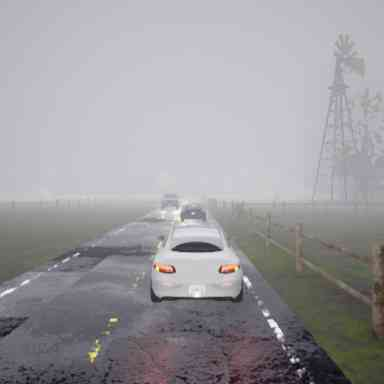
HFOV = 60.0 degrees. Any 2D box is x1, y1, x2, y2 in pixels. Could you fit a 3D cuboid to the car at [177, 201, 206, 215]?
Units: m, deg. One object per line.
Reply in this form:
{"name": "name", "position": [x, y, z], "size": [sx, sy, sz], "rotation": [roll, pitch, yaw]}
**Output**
{"name": "car", "position": [0.099, 1.547, 26.384], "size": [1.994, 1.385, 4.181], "rotation": [0, 0, 0]}

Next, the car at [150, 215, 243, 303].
{"name": "car", "position": [0.095, 1.521, 8.079], "size": [1.812, 1.442, 4.674], "rotation": [0, 0, 0]}

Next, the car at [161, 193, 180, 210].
{"name": "car", "position": [-2.745, 1.177, 43.080], "size": [2.150, 2.045, 5.566], "rotation": [0, 0, 0]}
